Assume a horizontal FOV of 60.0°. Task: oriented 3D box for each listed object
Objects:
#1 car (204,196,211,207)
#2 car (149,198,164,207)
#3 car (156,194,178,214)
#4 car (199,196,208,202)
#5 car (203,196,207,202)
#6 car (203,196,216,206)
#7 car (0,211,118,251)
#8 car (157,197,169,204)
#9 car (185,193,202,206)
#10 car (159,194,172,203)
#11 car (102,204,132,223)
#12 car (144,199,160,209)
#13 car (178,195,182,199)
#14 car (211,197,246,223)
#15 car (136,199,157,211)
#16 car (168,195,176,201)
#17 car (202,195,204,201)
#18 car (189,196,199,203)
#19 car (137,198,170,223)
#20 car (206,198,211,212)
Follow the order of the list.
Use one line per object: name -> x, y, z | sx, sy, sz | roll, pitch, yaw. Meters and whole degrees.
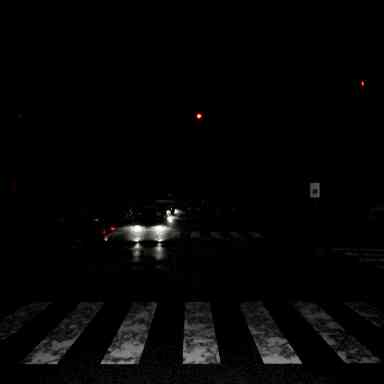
car -> 2.921, 1.579, 41.561 | 2.008, 1.369, 4.403 | 0, 0, 0
car -> -5.561, 1.623, 52.501 | 1.802, 1.307, 4.206 | 0, 0, 0
car -> -2.963, 1.243, 35.687 | 2.150, 2.045, 5.566 | 0, 0, 0
car -> 2.647, 1.573, 75.849 | 1.837, 1.490, 4.892 | 0, 0, 0
car -> 2.942, 1.585, 47.018 | 2.008, 1.369, 4.403 | 0, 0, 0
car -> 2.985, 1.487, 57.931 | 1.967, 1.590, 4.097 | 0, 0, 0
car -> -5.622, 1.527, 13.251 | 4.718, 1.301, 1.895 | 1, 0, 0
car -> -5.519, 1.635, 63.416 | 1.802, 1.307, 4.206 | 0, 0, 0
car -> 0.309, 1.267, 54.563 | 2.150, 2.045, 5.566 | 0, 0, 0
car -> -5.497, 1.375, 68.873 | 2.192, 1.841, 5.009 | 0, 0, 0
car -> -5.668, 1.576, 25.217 | 1.947, 1.339, 4.313 | 0, 0, 0
car -> -5.583, 1.616, 47.044 | 1.802, 1.307, 4.206 | 0, 0, 0
car -> -2.913, 1.525, 46.131 | 2.128, 1.511, 4.902 | 0, 0, 0
car -> 2.857, 1.326, 25.193 | 2.192, 1.841, 5.009 | 0, 0, 0
car -> -5.604, 1.579, 41.587 | 2.008, 1.369, 4.403 | 0, 0, 0
car -> -5.412, 1.533, 90.701 | 1.967, 1.590, 4.097 | 0, 0, 0
car -> 2.964, 1.481, 52.475 | 1.967, 1.590, 4.097 | 0, 0, 0
car -> 0.367, 1.622, 69.718 | 1.994, 1.385, 4.181 | 0, 0, 0
car -> -3.004, 1.489, 25.620 | 1.882, 1.535, 5.008 | 0, 0, 0
car -> 2.900, 1.588, 36.105 | 1.947, 1.339, 4.313 | 0, 0, 0
